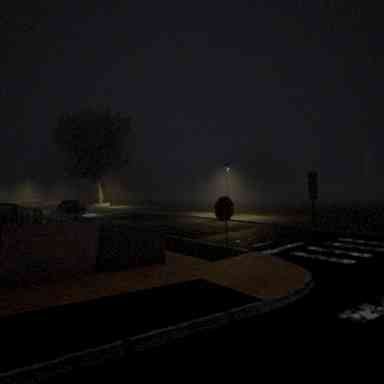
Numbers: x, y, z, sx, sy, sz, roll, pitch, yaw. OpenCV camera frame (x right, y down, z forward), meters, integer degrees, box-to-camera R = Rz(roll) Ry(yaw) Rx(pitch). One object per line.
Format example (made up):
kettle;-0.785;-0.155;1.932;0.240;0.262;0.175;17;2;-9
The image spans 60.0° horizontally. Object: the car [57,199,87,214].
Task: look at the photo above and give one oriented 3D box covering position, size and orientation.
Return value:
car;-12.878;1.532;35.513;1.882;1.535;5.008;-4;3;-38
